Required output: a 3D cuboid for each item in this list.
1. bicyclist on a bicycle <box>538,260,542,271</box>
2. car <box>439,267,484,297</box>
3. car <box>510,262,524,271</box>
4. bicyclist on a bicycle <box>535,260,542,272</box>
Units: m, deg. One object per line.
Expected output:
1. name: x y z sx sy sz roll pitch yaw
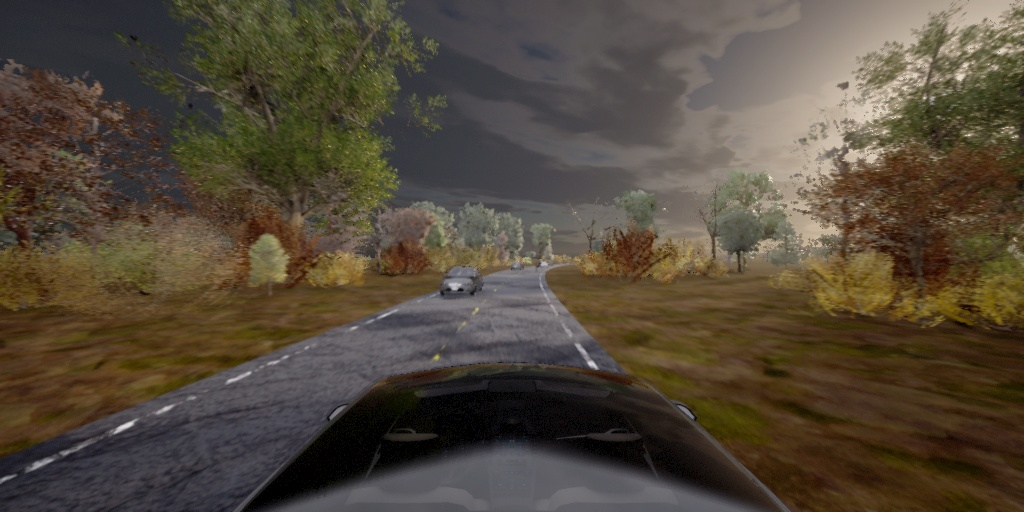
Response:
1. bicyclist on a bicycle: 4.649 1.575 59.721 0.659 1.776 1.843 0 0 8
2. car: -2.715 1.361 20.123 2.128 1.511 4.902 0 0 3
3. car: 0.915 1.686 60.752 2.128 1.511 4.902 0 0 8
4. bicyclist on a bicycle: 3.539 1.583 50.775 0.582 1.620 1.656 0 -1 7
